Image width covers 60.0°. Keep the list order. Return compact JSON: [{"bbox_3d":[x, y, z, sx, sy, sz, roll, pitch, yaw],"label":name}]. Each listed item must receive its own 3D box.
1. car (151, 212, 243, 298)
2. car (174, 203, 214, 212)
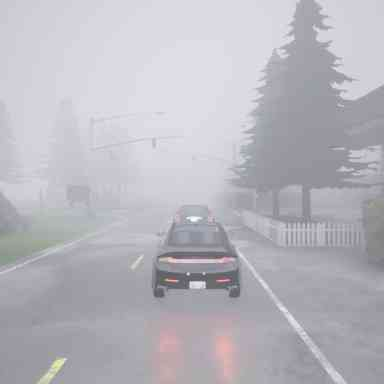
[{"bbox_3d":[0.100,1.491,8.517,2.128,1.511,4.902,0,0,0],"label":"car"},{"bbox_3d":[0.101,1.351,17.670,2.097,1.767,4.553,0,0,0],"label":"car"}]
